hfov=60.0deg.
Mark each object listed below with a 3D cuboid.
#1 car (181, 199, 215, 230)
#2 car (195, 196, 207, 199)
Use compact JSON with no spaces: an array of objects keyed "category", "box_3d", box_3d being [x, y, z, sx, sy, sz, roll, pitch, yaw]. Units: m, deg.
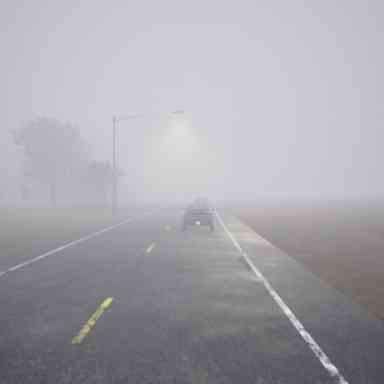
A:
[{"category":"car","box_3d":[0.396,1.447,20.809,1.837,1.490,4.892,0,0,1]},{"category":"car","box_3d":[1.082,1.237,39.336,2.097,1.767,4.553,0,0,3]}]
